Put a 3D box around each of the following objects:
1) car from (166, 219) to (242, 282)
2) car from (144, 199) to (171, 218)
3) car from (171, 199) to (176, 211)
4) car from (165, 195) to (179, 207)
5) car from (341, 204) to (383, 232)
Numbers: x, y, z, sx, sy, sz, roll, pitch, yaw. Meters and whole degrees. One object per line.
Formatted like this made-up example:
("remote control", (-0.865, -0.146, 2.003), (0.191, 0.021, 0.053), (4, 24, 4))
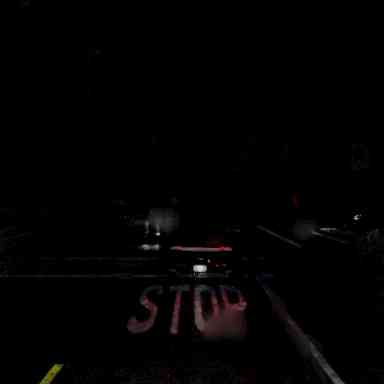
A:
("car", (0.458, 1.565, 10.082), (2.128, 1.511, 4.902), (0, 0, 6))
("car", (-3.600, 1.718, 32.973), (2.128, 1.511, 4.902), (0, 0, 0))
("car", (-3.598, 1.903, 43.963), (1.895, 1.301, 4.718), (0, 0, 0))
("car", (-3.560, 1.627, 58.913), (2.150, 2.045, 5.566), (0, 0, 0))
("car", (11.833, 1.510, 20.826), (4.553, 1.767, 2.097), (0, 0, -1))
